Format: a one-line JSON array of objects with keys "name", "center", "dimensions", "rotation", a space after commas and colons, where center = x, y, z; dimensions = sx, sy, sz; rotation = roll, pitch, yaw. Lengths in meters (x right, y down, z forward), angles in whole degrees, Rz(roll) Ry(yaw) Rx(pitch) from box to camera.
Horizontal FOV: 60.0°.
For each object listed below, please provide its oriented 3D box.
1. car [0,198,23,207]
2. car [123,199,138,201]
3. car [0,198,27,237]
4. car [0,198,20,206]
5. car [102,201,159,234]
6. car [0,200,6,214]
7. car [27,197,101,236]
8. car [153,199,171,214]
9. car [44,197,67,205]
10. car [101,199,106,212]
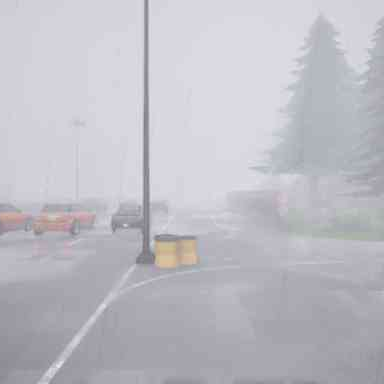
[{"name": "car", "center": [-27.988, 1.584, 50.951], "dimensions": [1.994, 1.385, 4.181], "rotation": [0, 0, 2]}, {"name": "car", "center": [-6.910, 1.491, 37.419], "dimensions": [1.882, 1.535, 5.008], "rotation": [0, 0, 0]}, {"name": "car", "center": [-10.405, 1.358, 17.819], "dimensions": [2.097, 1.767, 4.553], "rotation": [0, 0, 0]}, {"name": "car", "center": [-31.269, 1.623, 55.968], "dimensions": [1.895, 1.301, 4.718], "rotation": [0, 0, 4]}, {"name": "car", "center": [-3.404, 1.498, 19.493], "dimensions": [2.128, 1.511, 4.902], "rotation": [0, 0, 0]}, {"name": "car", "center": [-21.100, 1.577, 33.842], "dimensions": [1.994, 1.385, 4.181], "rotation": [0, 0, 0]}, {"name": "car", "center": [-6.905, 1.358, 18.603], "dimensions": [2.097, 1.767, 4.553], "rotation": [0, 0, 0]}, {"name": "car", "center": [-3.409, 1.518, 35.904], "dimensions": [1.837, 1.490, 4.892], "rotation": [0, 0, 0]}, {"name": "car", "center": [-23.939, 1.548, 58.472], "dimensions": [1.812, 1.442, 4.674], "rotation": [0, 0, 7]}, {"name": "car", "center": [-10.409, 1.365, 35.559], "dimensions": [2.097, 1.767, 4.553], "rotation": [0, 0, 0]}]
